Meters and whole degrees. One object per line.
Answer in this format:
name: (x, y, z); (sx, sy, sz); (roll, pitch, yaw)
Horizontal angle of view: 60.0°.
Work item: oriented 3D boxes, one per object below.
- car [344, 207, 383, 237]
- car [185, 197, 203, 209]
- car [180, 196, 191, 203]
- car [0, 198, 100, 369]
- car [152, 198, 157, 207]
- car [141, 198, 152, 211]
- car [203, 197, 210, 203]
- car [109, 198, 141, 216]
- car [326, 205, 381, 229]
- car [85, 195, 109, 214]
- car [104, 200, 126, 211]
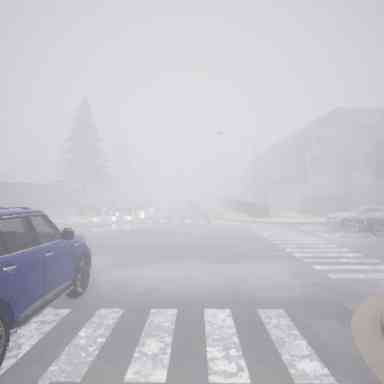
car: (11.132, 1.664, 17.963); (4.718, 1.301, 1.895); (0, 0, 0)
car: (0.291, 1.768, 47.696); (1.895, 1.301, 4.718); (0, 0, 0)
car: (-1.056, 1.615, 74.272); (2.097, 1.767, 4.553); (0, 0, 20)
car: (-3.417, 1.243, 5.426); (2.150, 2.045, 5.566); (0, 0, 0)
car: (-6.808, 1.682, 54.395); (2.128, 1.511, 4.902); (0, 0, 1)
car: (-6.923, 1.756, 44.115); (1.895, 1.301, 4.718); (0, 0, 1)
car: (2.676, 1.813, 74.378); (1.994, 1.385, 4.181); (0, 0, 20)
car: (-6.991, 1.649, 35.017); (1.812, 1.442, 4.674); (0, 0, 1)
car: (11.131, 1.601, 21.504); (4.674, 1.442, 1.812); (0, 0, 2)
car: (-10.479, 1.348, 35.813); (2.150, 2.045, 5.566); (0, 0, 1)
car: (-10.410, 1.761, 45.533); (1.895, 1.301, 4.718); (0, 0, 0)
